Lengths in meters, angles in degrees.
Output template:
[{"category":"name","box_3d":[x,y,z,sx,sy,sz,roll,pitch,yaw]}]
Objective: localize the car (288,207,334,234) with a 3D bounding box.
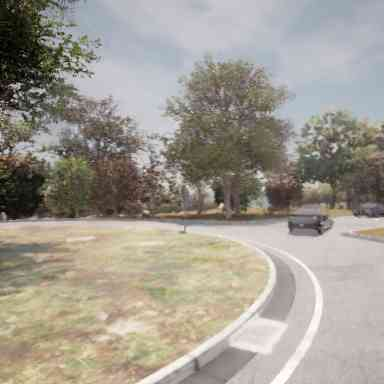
[{"category":"car","box_3d":[7.471,1.677,20.811,2.128,1.511,4.902,-2,-1,32]}]

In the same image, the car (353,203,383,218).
[{"category":"car","box_3d":[17.648,1.800,32.651,4.181,1.385,1.994,0,-1,-34]}]
